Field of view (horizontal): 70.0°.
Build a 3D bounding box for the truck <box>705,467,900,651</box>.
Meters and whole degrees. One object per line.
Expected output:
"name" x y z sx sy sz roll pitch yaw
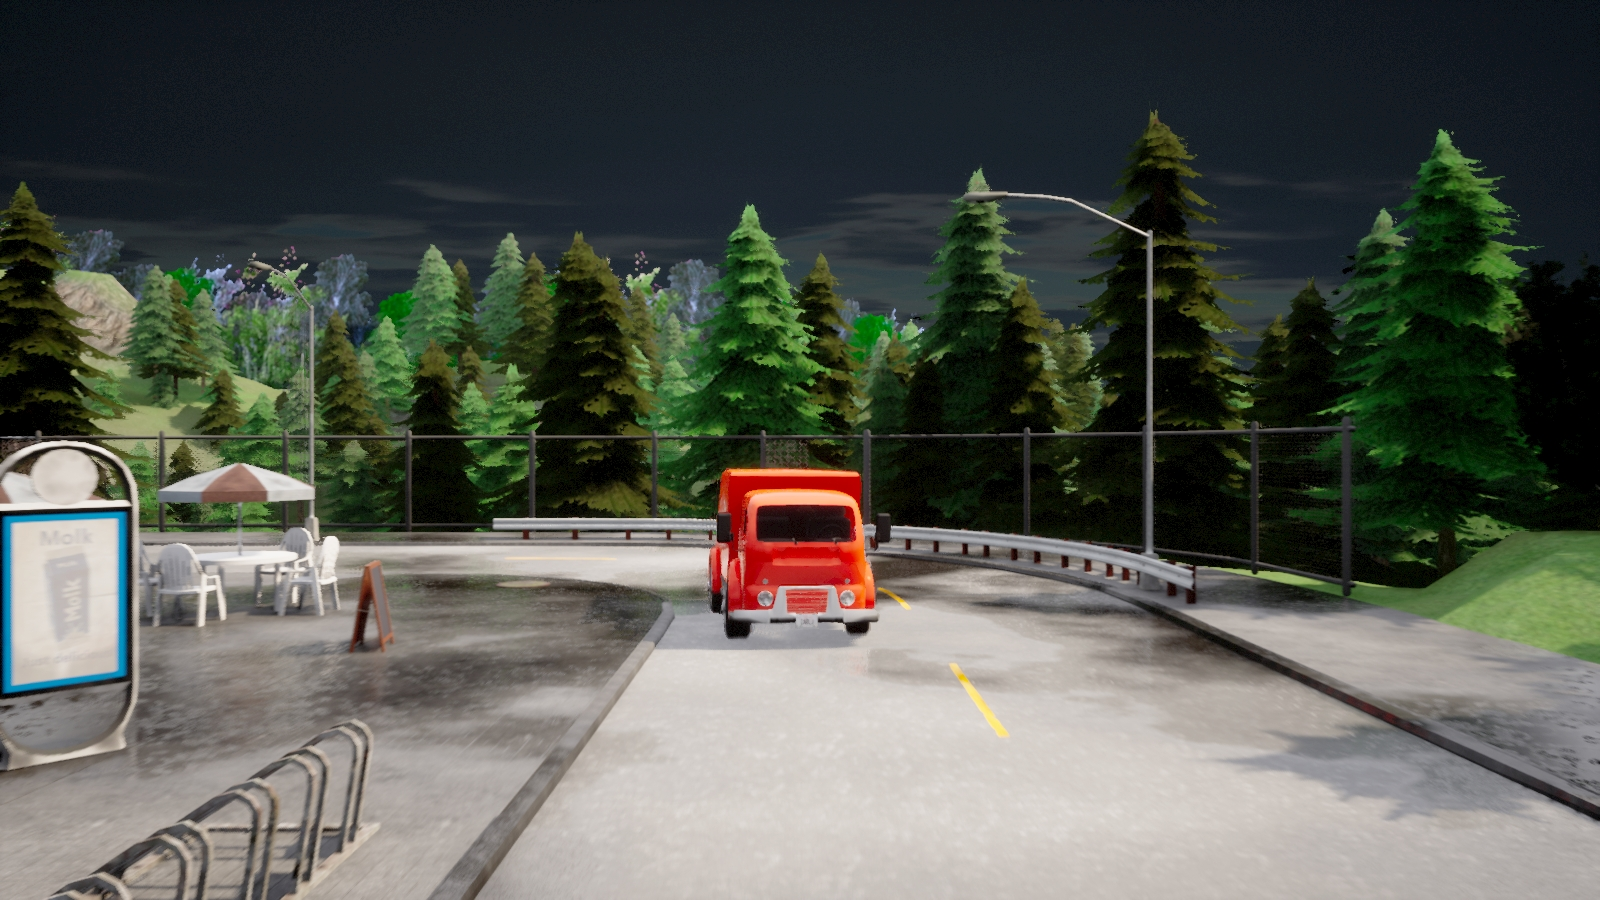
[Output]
"truck" -0.170 1.553 18.534 2.627 2.467 5.204 0 0 -6
